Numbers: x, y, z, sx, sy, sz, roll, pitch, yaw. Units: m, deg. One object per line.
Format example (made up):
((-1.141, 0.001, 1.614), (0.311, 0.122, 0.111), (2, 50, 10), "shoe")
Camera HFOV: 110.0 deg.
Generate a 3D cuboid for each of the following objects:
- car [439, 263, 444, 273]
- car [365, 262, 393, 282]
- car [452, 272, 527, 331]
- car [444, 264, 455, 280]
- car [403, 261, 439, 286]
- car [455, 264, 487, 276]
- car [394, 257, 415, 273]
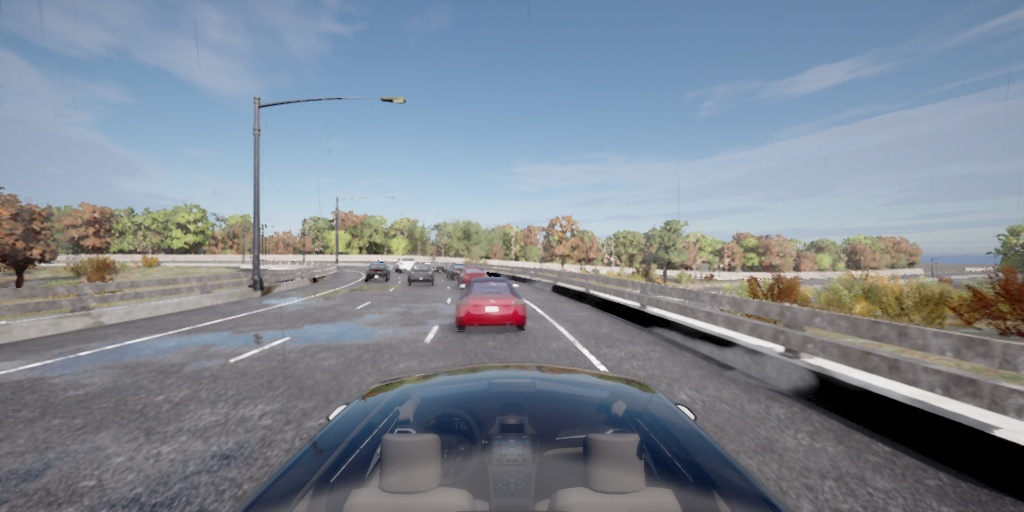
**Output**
((-9.732, 1.583, 46.291), (1.895, 1.301, 4.718), (0, 0, -23), "car")
((-11.678, 1.419, 31.443), (1.837, 1.490, 4.892), (0, 0, -16), "car")
((-0.704, 1.361, 11.278), (1.994, 1.385, 4.181), (0, 0, -5), "car")
((-4.991, 1.438, 33.442), (1.812, 1.442, 4.674), (0, 0, -16), "car")
((-6.857, 1.377, 27.172), (2.128, 1.511, 4.902), (0, 0, -14), "car")
((-2.591, 1.387, 23.749), (1.812, 1.442, 4.674), (0, 0, -11), "car")
((-14.379, 1.212, 48.193), (2.150, 2.045, 5.566), (0, -1, -26), "car")
